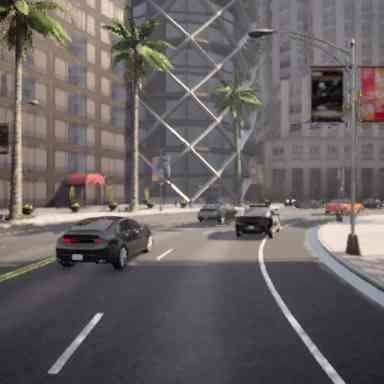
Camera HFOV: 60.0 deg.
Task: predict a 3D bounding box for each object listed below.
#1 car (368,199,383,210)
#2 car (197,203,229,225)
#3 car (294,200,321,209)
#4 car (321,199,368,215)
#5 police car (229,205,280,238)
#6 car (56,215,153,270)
[{"bbox_3d":[24.655,1.741,47.238,4.892,1.490,1.837,1,-1,-11],"label":"car"},{"bbox_3d":[2.126,1.620,25.597,2.128,1.511,4.902,0,0,28],"label":"car"},{"bbox_3d":[16.948,1.804,48.436,4.181,1.385,1.994,0,0,-22],"label":"car"},{"bbox_3d":[16.813,1.534,36.623,4.553,1.767,2.097,0,0,-32],"label":"car"},{"bbox_3d":[3.762,1.518,18.519,1.930,1.638,5.238,0,0,20],"label":"police car"},{"bbox_3d":[-2.708,1.559,11.353,1.837,1.490,4.892,0,-1,9],"label":"car"}]
